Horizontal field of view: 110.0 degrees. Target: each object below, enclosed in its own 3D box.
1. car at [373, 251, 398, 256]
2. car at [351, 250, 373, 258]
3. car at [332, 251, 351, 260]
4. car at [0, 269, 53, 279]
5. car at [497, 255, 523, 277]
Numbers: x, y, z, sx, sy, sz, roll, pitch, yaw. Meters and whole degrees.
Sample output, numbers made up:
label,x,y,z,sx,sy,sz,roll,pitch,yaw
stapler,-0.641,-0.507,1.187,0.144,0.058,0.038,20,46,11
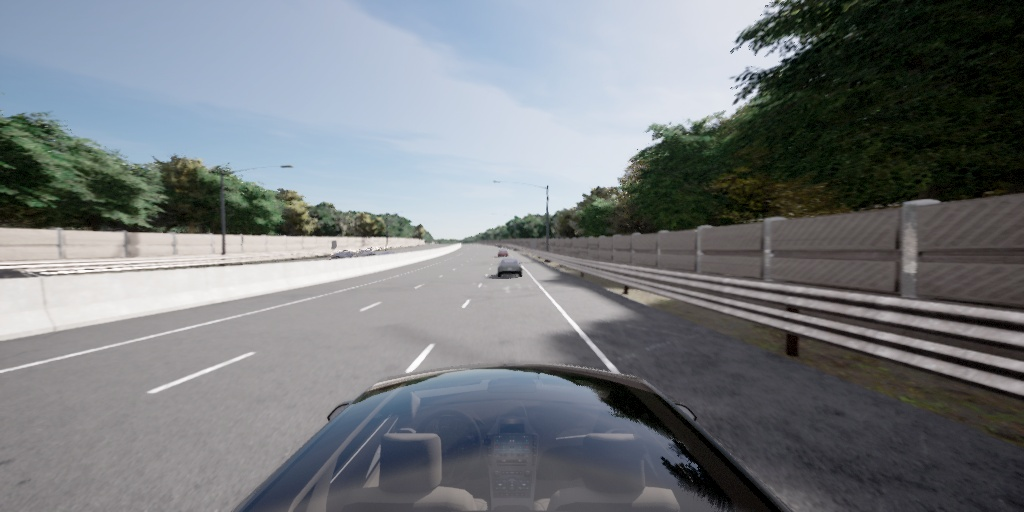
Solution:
label,x,y,z,sx,sy,sz,roll,pitch,yaw
car,-18.629,-0.088,54.192,2.033,1.411,5.357,0,2,-2
car,-22.167,-0.166,54.817,2.128,1.511,4.902,0,2,-2
car,-25.659,-0.086,54.594,1.994,1.385,4.181,0,2,-2
car,-17.631,1.198,11.508,1.837,1.490,4.892,0,1,0
car,-0.194,0.860,28.848,1.994,1.385,4.181,0,2,-1
